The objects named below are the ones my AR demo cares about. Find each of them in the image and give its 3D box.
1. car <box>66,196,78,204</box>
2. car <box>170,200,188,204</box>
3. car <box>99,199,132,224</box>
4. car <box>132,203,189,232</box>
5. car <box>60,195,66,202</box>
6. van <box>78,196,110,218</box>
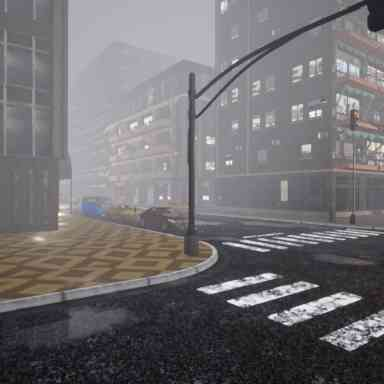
[{"bbox_3d":[-21.375,1.448,61.667,1.752,1.417,4.829,0,0,-36],"label":"car"},{"bbox_3d":[-1.572,1.488,34.051,1.752,1.417,4.829,0,0,-36],"label":"car"},{"bbox_3d":[-4.883,1.459,24.289,1.752,1.417,4.829,0,0,-36],"label":"car"},{"bbox_3d":[-1.683,1.526,19.825,1.802,1.307,4.206,0,0,-36],"label":"car"},{"bbox_3d":[-27.877,1.361,70.733,1.967,1.590,4.097,0,0,-36],"label":"car"},{"bbox_3d":[-8.282,1.266,29.030,1.690,1.788,3.998,0,0,-36],"label":"van"}]
